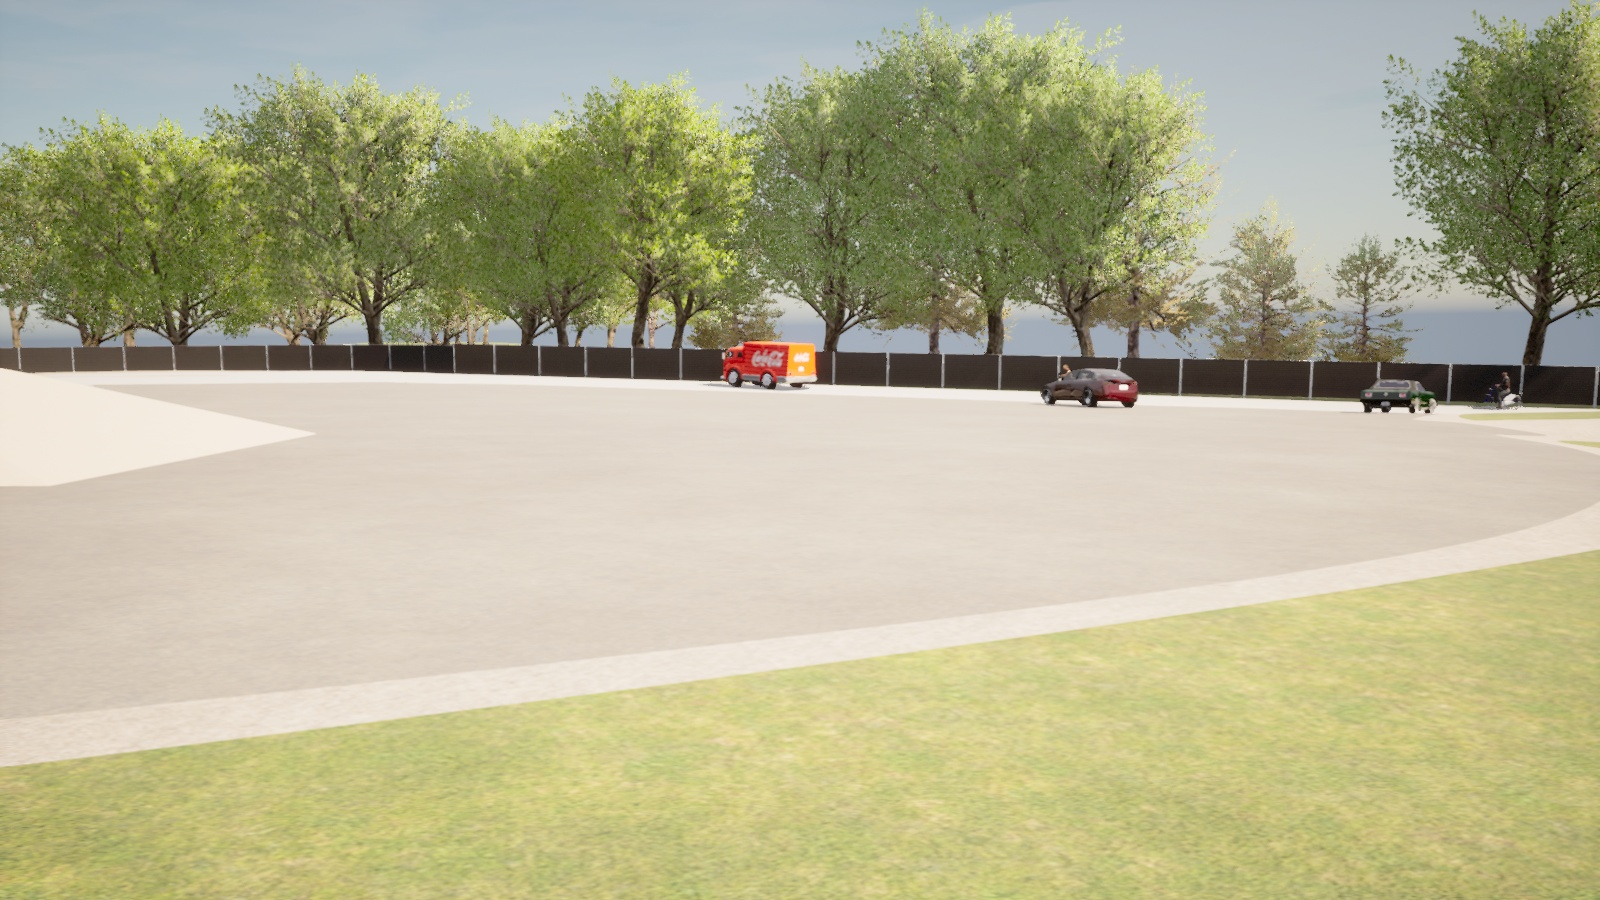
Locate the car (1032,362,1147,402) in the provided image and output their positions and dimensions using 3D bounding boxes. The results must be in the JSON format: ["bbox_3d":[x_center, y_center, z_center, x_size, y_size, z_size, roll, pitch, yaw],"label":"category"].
[{"bbox_3d":[11.375,-2.712,49.702,2.163,1.488,4.792,-1,4,-20],"label":"car"}]

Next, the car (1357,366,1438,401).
[{"bbox_3d":[23.499,-2.585,49.325,1.895,1.301,4.718,2,3,37],"label":"car"}]

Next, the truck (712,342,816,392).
[{"bbox_3d":[-1.983,-4.552,68.099,5.204,2.467,2.627,5,8,41],"label":"truck"}]

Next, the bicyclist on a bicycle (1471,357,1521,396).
[{"bbox_3d":[32.285,-3.420,58.265,1.843,1.776,0.659,1,6,14],"label":"bicyclist on a bicycle"}]
